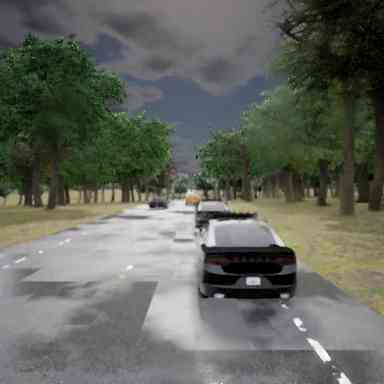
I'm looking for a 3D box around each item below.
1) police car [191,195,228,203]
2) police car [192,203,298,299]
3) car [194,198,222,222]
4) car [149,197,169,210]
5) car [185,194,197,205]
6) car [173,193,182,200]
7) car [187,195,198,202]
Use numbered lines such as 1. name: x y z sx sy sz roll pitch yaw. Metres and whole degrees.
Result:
1. police car: 1.071 1.174 18.317 1.930 1.638 5.238 0 1 0
2. police car: 1.059 1.298 8.315 1.930 1.638 5.238 0 1 0
3. car: 1.078 1.211 24.208 1.812 1.442 4.674 0 1 0
4. car: -3.557 1.164 36.094 1.895 1.301 4.718 0 0 0
5. car: 0.097 0.983 46.242 1.882 1.535 5.008 0 0 1
6. car: -3.411 1.073 77.631 1.837 1.490 4.892 0 -1 0
7. car: 0.070 1.156 60.740 1.895 1.301 4.718 0 0 0
